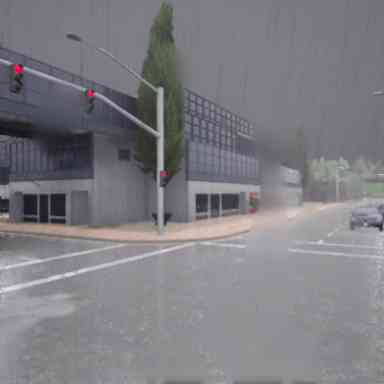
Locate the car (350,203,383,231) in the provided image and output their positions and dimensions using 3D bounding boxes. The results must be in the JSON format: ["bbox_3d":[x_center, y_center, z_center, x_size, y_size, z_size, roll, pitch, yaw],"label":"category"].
[{"bbox_3d":[11.597,1.686,21.999,1.812,1.442,4.674,-1,-1,30],"label":"car"}]

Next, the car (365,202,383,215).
[{"bbox_3d":[21.291,1.877,38.618,1.895,1.301,4.718,-1,-1,30],"label":"car"}]
